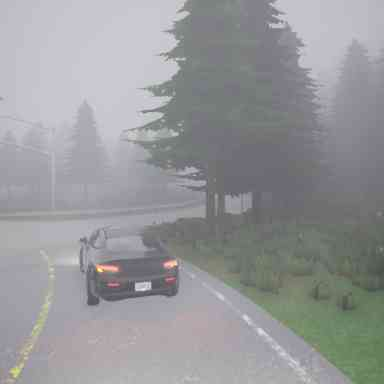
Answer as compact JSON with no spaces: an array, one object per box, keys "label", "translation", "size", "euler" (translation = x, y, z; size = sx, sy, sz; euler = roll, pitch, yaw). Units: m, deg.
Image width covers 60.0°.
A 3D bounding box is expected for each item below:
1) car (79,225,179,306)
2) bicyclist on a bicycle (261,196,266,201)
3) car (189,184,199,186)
[{"label":"car","translation":[-1.683,1.526,8.115],"size":[1.812,1.442,4.674],"euler":[0,0,-21]},{"label":"bicyclist on a bicycle","translation":[6.311,0.894,30.393],"size":[1.656,1.620,0.582],"euler":[-13,-4,35]},{"label":"car","translation":[0.576,-1.747,69.734],"size":[1.994,1.385,4.181],"euler":[0,5,-5]}]
